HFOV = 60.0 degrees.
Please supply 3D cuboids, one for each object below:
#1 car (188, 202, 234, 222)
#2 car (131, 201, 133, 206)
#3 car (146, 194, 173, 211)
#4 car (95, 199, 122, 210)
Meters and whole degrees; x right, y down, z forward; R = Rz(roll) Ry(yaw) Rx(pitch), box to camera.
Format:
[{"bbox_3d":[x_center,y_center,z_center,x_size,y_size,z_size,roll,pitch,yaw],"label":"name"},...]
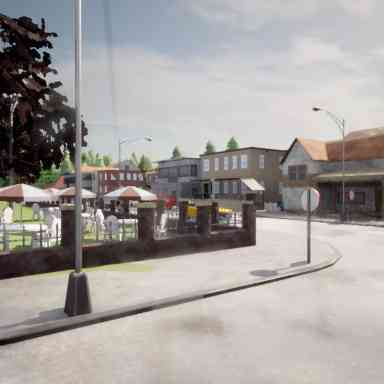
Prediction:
[{"bbox_3d":[1.169,1.477,25.920,1.882,1.535,5.008,0,0,-35],"label":"car"},{"bbox_3d":[-10.442,1.564,49.451,1.994,1.385,4.181,0,0,-35],"label":"car"},{"bbox_3d":[-4.428,1.221,41.004,2.150,2.045,5.566,0,0,-35],"label":"car"},{"bbox_3d":[-11.302,1.548,43.470,2.033,1.411,5.357,0,0,-35],"label":"car"}]
